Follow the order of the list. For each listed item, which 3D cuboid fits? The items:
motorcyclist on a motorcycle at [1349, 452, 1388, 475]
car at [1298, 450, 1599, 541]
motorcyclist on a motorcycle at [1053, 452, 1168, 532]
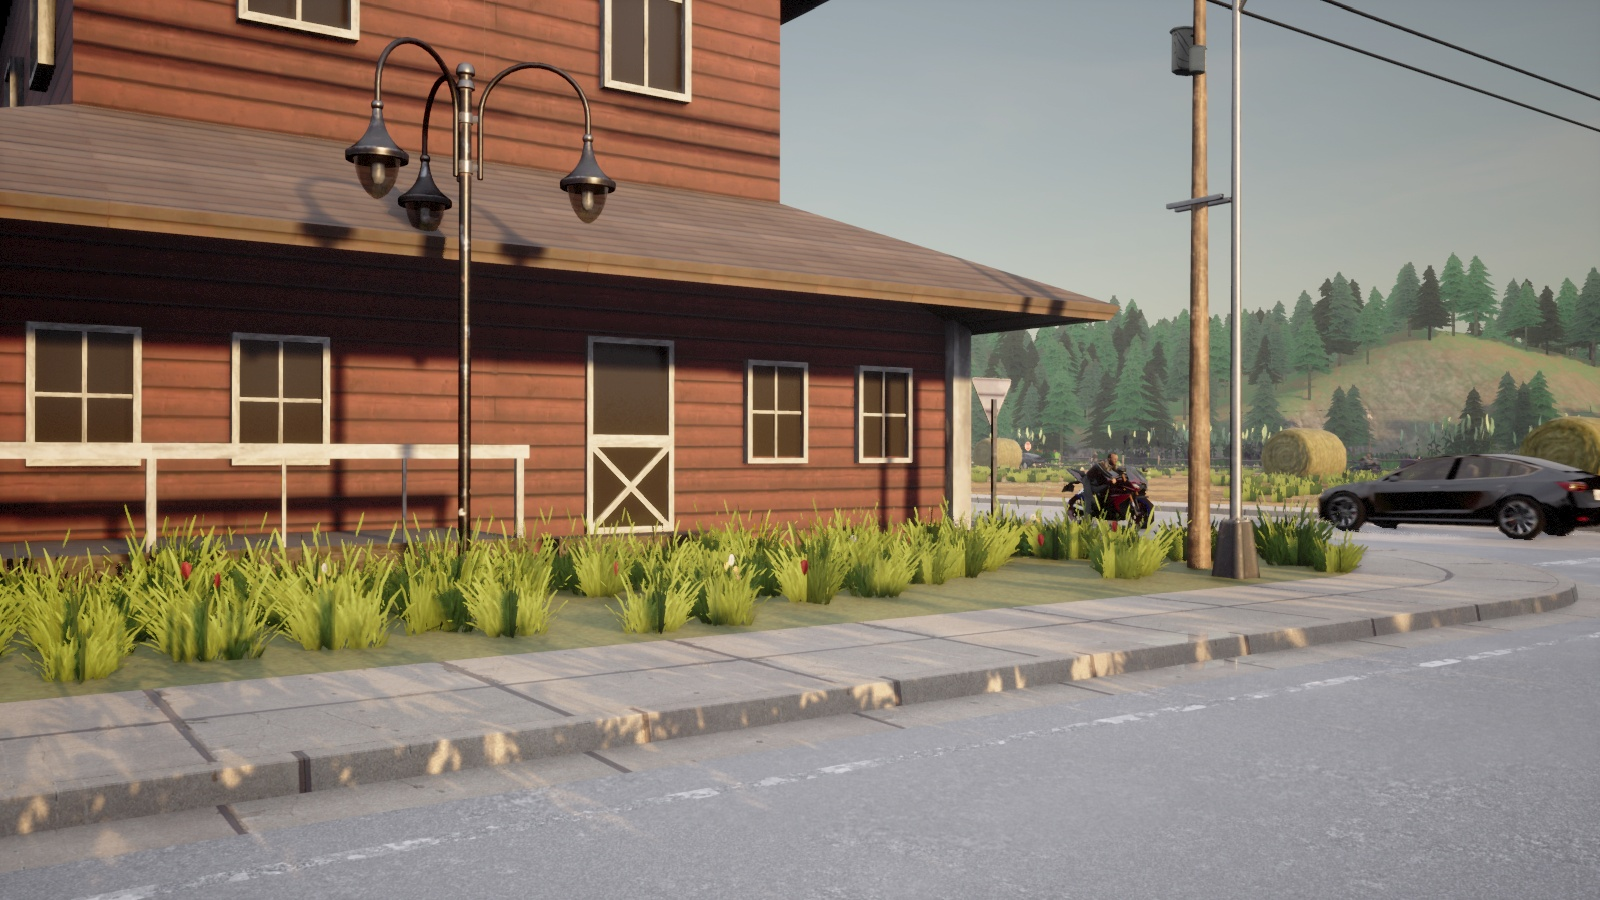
[{"bbox_3d":[37.125,0.867,82.032,0.866,1.530,2.191,0,0,-32],"label":"motorcyclist on a motorcycle"},{"bbox_3d":[11.975,0.749,23.082,2.163,1.488,4.792,0,0,-41],"label":"car"},{"bbox_3d":[6.203,0.801,25.174,0.866,1.530,2.191,0,0,-36],"label":"motorcyclist on a motorcycle"}]
